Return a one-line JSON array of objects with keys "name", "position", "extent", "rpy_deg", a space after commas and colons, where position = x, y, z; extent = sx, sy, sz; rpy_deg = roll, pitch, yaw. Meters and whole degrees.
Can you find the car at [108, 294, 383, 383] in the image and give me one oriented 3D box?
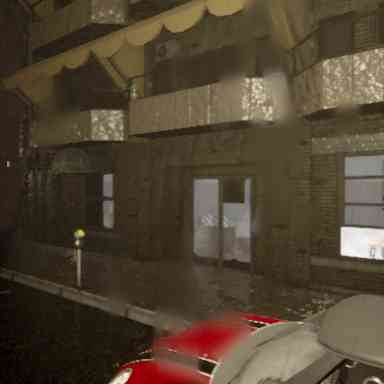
[{"name": "car", "position": [1.191, 1.439, 2.026], "extent": [4.097, 1.590, 1.967], "rpy_deg": [1, 0, 36]}]
